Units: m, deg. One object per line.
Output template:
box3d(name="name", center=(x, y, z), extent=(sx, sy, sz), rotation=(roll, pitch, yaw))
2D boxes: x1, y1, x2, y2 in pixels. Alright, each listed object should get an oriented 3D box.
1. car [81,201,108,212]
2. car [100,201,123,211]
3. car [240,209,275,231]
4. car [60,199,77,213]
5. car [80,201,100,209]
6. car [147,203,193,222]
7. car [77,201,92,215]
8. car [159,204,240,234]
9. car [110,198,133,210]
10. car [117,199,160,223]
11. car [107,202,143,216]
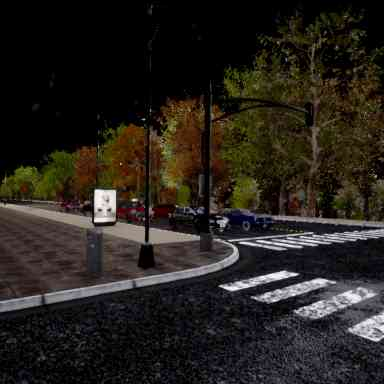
box3d(name="car", center=(-13.558, 1.980, 45.958), extent=(2.033, 1.411, 5.357), rotation=(1, -1, -34))
box3d(name="car", center=(-11.976, 2.023, 49.529), extent=(1.812, 1.442, 4.674), rotation=(1, -1, -34))
box3d(name="car", center=(3.120, 1.732, 21.771), extent=(1.895, 1.301, 4.718), rotation=(1, -1, -35))
box3d(name="car", center=(-15.727, 1.732, 43.378), extent=(2.097, 1.767, 4.553), rotation=(1, -1, -34))
box3d(name="car", center=(-17.849, 2.203, 57.969), extent=(1.895, 1.301, 4.718), rotation=(1, -1, -35))
box3d(name="car", center=(-2.034, 1.750, 29.226), extent=(1.812, 1.442, 4.674), rotation=(1, -1, -35))
box3d(name="car", center=(-10.125, 1.770, 35.222), extent=(2.128, 1.511, 4.902), rotation=(1, -1, -35))
box3d(name="car", center=(0.298, 1.582, 20.120), extent=(2.128, 1.511, 4.902), rotation=(1, -1, -34))
box3d(name="car", center=(-11.591, 1.935, 54.713), extent=(2.097, 1.767, 4.553), rotation=(1, -1, -34))
box3d(name="car", center=(-4.921, 1.537, 27.692), extent=(2.097, 1.767, 4.553), rotation=(1, -1, -35))
box3d(name="car", center=(-7.560, 1.871, 37.220), extent=(2.033, 1.411, 5.357), rotation=(1, -1, -35))
